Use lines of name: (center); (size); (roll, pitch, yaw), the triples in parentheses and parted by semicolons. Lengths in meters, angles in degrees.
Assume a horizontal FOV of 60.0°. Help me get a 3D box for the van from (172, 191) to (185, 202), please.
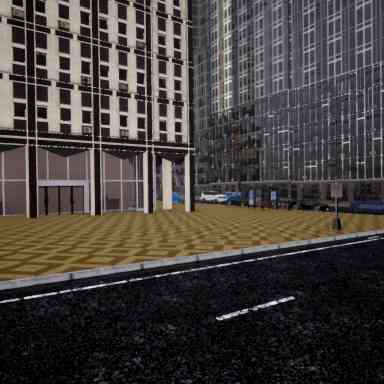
van: (-2.907, 0.936, 60.231); (1.690, 1.788, 3.998); (0, 1, -34)

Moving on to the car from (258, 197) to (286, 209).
car: (9.789, 1.386, 41.378); (1.802, 1.307, 4.206); (-1, 1, -34)

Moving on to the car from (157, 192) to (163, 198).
car: (-5.572, 0.613, 79.041); (2.192, 1.841, 5.009); (0, 1, -34)

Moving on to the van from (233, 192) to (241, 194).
van: (7.218, 0.853, 60.245); (1.690, 1.788, 3.998); (-1, 1, -34)

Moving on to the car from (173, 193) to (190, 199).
car: (-2.374, 0.934, 74.345); (1.802, 1.307, 4.206); (0, 1, -34)

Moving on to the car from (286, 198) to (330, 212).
car: (12.973, 1.422, 36.667); (1.947, 1.339, 4.313); (-1, 1, -34)

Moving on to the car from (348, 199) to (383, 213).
car: (18.465, 1.416, 33.194); (2.033, 1.411, 5.357); (-1, 1, -31)

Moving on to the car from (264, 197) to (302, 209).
car: (11.741, 1.357, 43.298); (1.895, 1.301, 4.718); (-1, 1, -34)

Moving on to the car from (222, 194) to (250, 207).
car: (6.640, 1.318, 46.109); (1.947, 1.339, 4.313); (-1, 1, -34)

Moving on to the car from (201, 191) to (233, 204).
car: (3.687, 0.850, 55.155); (2.150, 2.045, 5.566); (-1, 1, -34)
